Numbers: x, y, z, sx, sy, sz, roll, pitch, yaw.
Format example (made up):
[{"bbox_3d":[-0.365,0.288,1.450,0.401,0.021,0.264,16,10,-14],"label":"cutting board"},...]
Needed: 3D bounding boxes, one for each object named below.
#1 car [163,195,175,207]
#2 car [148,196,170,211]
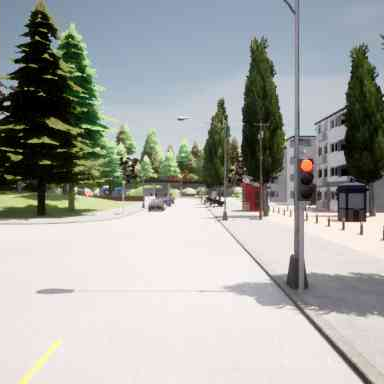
[{"bbox_3d":[-4.123,1.564,50.098,1.994,1.385,4.181,0,0,0],"label":"car"},{"bbox_3d":[-4.129,1.547,40.160,2.033,1.411,5.357,0,0,0],"label":"car"}]
